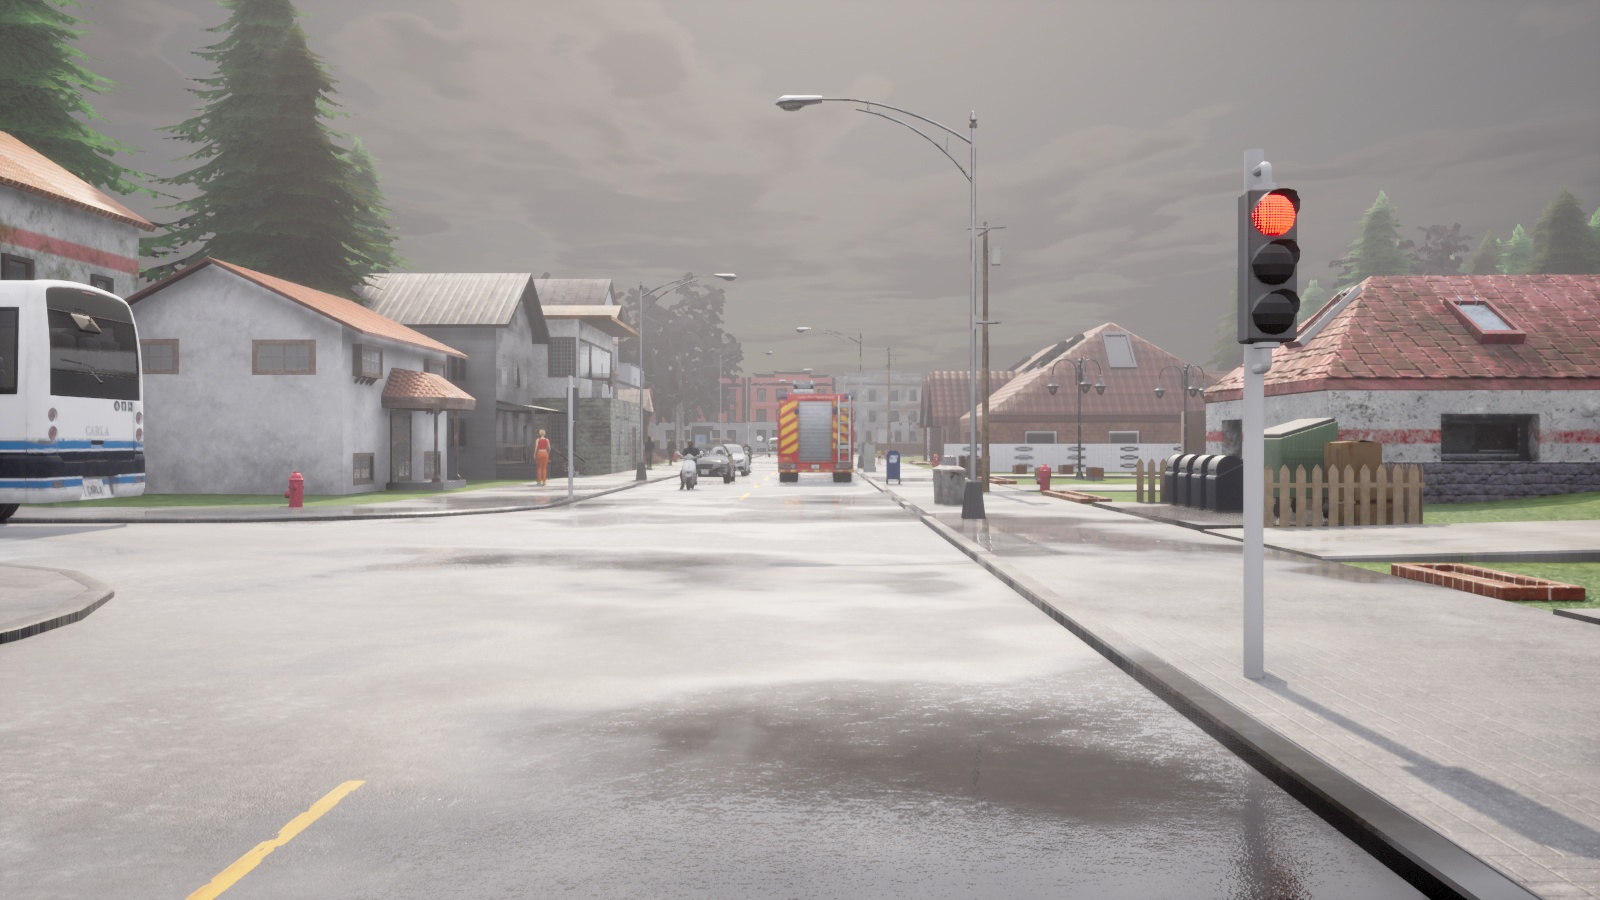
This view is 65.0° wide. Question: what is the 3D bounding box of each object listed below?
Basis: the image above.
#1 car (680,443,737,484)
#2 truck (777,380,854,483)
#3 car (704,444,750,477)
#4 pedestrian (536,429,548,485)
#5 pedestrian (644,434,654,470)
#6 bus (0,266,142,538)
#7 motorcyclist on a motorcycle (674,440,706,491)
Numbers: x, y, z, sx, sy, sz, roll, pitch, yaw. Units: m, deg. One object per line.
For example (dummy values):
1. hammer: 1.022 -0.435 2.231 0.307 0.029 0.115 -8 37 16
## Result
1. car: -3.413 0.489 47.446 1.816 1.474 4.193 0 0 1
2. truck: 0.634 -0.705 50.954 2.891 3.827 8.468 0 0 1
3. car: -3.292 0.446 57.336 1.812 1.442 4.674 0 0 1
4. pedestrian: -8.534 0.215 41.552 0.345 1.836 0.594 0 0 -14
5. pedestrian: -7.797 0.084 64.890 0.370 1.835 0.726 0 0 1
6. bus: -17.487 -0.766 21.576 10.273 4.253 3.944 0 0 0
7. motorcyclist on a motorcycle: -3.507 0.470 40.226 0.866 1.590 1.817 0 0 1
